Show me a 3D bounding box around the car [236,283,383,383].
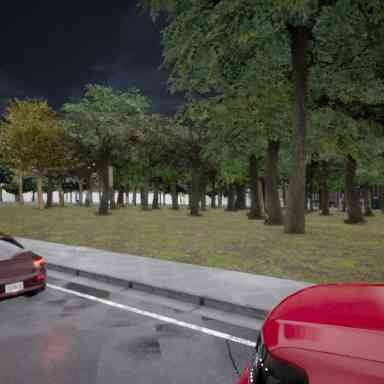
[{"bbox_3d":[2.944,1.222,1.586,5.566,2.045,2.150,0,0,35],"label":"car"}]

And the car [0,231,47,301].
[{"bbox_3d":[-5.015,1.524,7.243,4.674,1.442,1.812,0,0,36],"label":"car"}]
